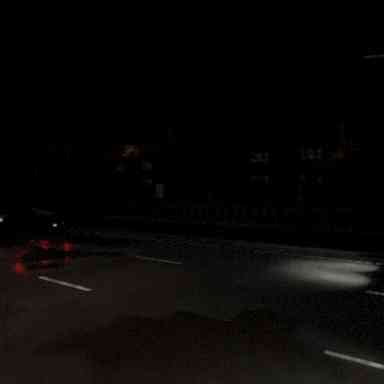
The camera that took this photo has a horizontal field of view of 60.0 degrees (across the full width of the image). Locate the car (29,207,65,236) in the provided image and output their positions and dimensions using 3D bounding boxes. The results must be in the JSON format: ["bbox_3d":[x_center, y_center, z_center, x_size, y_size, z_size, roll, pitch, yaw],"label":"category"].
[{"bbox_3d":[-9.218,1.609,19.150,4.674,1.442,1.812,0,0,35],"label":"car"}]

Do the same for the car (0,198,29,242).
[{"bbox_3d":[-10.318,1.300,15.653,5.566,2.045,2.150,0,0,35],"label":"car"}]
